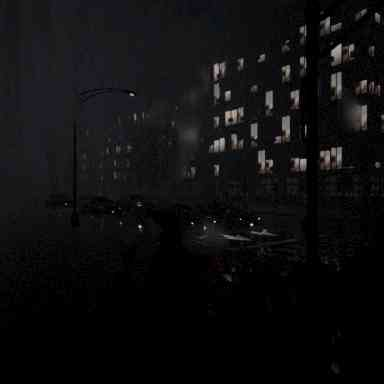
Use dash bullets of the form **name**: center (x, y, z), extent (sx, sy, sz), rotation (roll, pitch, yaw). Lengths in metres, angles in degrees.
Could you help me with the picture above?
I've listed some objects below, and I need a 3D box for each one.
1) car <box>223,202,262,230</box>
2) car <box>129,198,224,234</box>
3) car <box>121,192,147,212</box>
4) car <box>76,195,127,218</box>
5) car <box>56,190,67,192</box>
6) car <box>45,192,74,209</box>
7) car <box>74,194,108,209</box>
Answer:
- **car**: center (1.603, 1.289, 19.683), extent (2.033, 1.411, 5.357), rotation (0, 1, -36)
- **car**: center (-1.003, 1.292, 17.685), extent (2.033, 1.411, 5.357), rotation (0, 1, -38)
- **car**: center (-4.585, 0.911, 27.486), extent (2.097, 1.767, 4.553), rotation (0, 1, -38)
- **car**: center (-7.015, 1.092, 25.312), extent (1.812, 1.442, 4.674), rotation (0, 1, -38)
- **car**: center (-25.370, 0.299, 64.845), extent (1.812, 1.442, 4.674), rotation (0, 1, -38)
- **car**: center (-13.213, 0.947, 33.213), extent (1.994, 1.385, 4.181), rotation (0, 1, -38)
- **car**: center (-10.780, 0.976, 35.378), extent (1.895, 1.301, 4.718), rotation (0, 1, -38)
